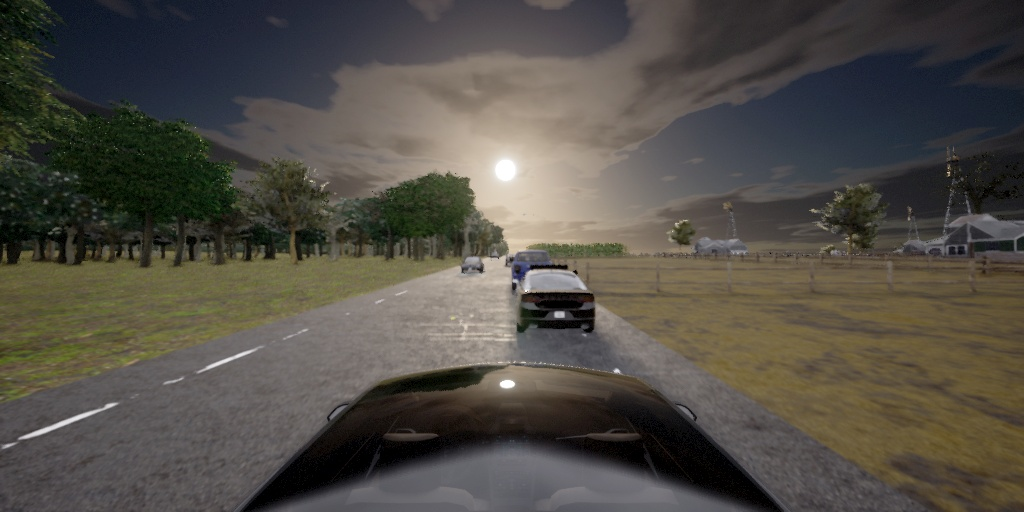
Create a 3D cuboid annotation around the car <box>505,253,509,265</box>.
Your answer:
[{"bbox_3d":[0.017,0.466,50.560,2.128,1.511,4.902,0,1,0],"label":"car"}]

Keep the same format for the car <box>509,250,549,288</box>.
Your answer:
[{"bbox_3d":[1.043,0.683,20.378,2.150,2.045,5.566,0,1,0],"label":"car"}]

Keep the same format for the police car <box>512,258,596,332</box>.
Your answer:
[{"bbox_3d":[1.046,1.041,10.450,1.930,1.638,5.238,0,1,0],"label":"police car"}]

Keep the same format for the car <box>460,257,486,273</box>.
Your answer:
[{"bbox_3d":[-3.601,0.779,33.319,1.812,1.442,4.674,0,1,0],"label":"car"}]
